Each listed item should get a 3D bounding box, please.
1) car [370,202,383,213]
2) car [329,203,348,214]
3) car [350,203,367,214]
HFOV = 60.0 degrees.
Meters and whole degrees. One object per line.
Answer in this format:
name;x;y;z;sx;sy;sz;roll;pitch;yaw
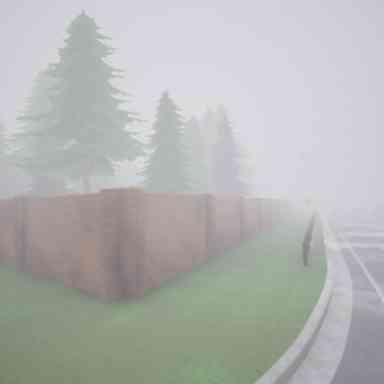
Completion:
car;33.540;2.988;59.030;1.882;1.535;5.008;-2;-2;21
car;26.607;3.241;60.473;2.033;1.411;5.357;-2;-2;21
car;30.139;3.206;59.918;1.895;1.301;4.718;-2;-2;21
